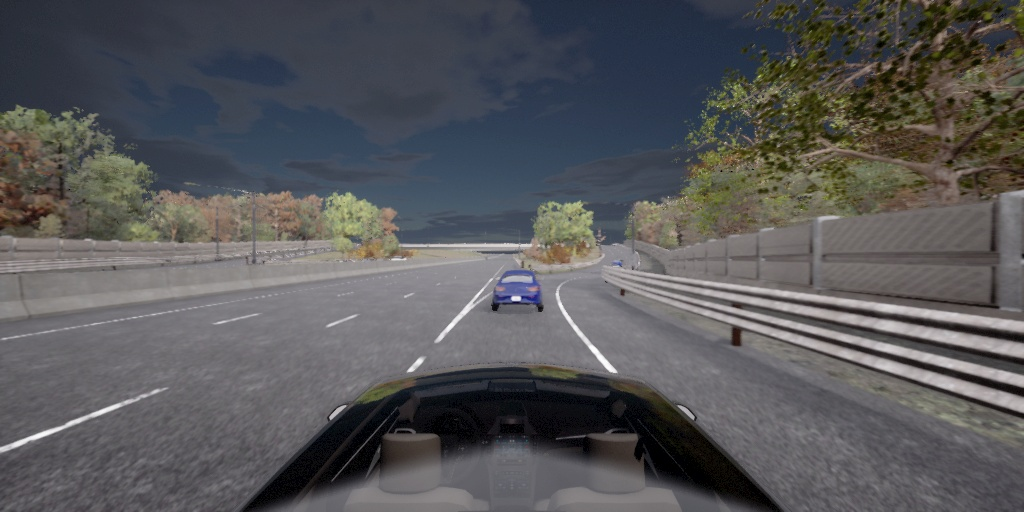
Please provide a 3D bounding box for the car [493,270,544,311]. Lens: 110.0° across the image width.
[{"bbox_3d":[0.312,1.280,14.468,1.812,1.442,4.674,0,0,4],"label":"car"}]
